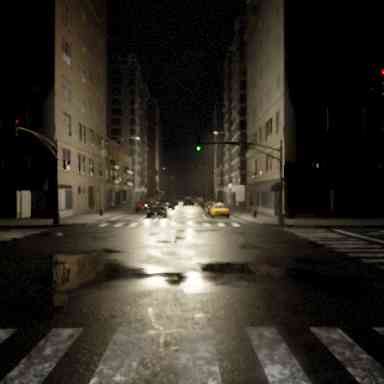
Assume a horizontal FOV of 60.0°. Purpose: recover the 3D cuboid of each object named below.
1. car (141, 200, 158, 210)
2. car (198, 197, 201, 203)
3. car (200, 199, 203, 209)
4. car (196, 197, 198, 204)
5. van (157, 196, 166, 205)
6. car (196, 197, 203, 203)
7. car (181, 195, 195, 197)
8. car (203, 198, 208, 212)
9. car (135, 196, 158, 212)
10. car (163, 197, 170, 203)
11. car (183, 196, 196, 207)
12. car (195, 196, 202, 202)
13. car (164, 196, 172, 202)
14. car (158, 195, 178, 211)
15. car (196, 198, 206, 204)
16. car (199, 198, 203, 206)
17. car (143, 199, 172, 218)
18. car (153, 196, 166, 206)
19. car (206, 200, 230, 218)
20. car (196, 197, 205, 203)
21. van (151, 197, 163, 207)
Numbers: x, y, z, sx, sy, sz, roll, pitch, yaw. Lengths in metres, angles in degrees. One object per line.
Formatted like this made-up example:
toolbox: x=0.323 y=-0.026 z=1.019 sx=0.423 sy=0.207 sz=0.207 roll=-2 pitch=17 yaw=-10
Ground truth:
car: x=-6.106 y=1.870 z=48.567 sx=2.008 sy=1.369 sz=4.403 roll=0 pitch=0 yaw=-1
car: x=2.342 y=1.897 z=54.209 sx=1.887 sy=1.381 sz=4.507 roll=0 pitch=0 yaw=-1
car: x=2.495 y=1.835 z=43.158 sx=2.008 sy=1.369 sz=4.403 roll=0 pitch=0 yaw=-1
car: x=2.266 y=1.936 z=59.734 sx=2.008 sy=1.369 sz=4.403 roll=0 pitch=0 yaw=-1
van: x=-6.409 y=1.790 z=70.667 sx=1.690 sy=1.788 sz=3.998 roll=0 pitch=0 yaw=-1
car: x=1.884 y=2.123 z=87.360 sx=1.802 sy=1.307 sz=4.206 roll=0 pitch=0 yaw=-1
car: x=-0.755 y=1.873 z=71.634 sx=2.128 sy=1.511 sz=4.902 roll=0 pitch=0 yaw=-1
car: x=2.571 y=1.690 z=37.633 sx=1.967 sy=1.590 sz=4.097 roll=0 pitch=0 yaw=-1
car: x=-6.030 y=1.600 z=43.042 sx=2.192 sy=1.841 sz=5.009 roll=0 pitch=0 yaw=-1
car: x=-6.638 y=2.065 z=87.073 sx=1.752 sy=1.417 sz=4.829 roll=0 pitch=0 yaw=-1
car: x=-0.618 y=1.922 z=61.599 sx=1.812 sy=1.442 sz=4.674 roll=0 pitch=0 yaw=-1
car: x=1.808 y=2.012 z=92.886 sx=1.967 sy=1.590 sz=4.097 roll=0 pitch=0 yaw=-1
car: x=-6.717 y=2.012 z=92.769 sx=1.967 sy=1.590 sz=4.097 roll=0 pitch=0 yaw=-1
car: x=-3.486 y=1.519 z=46.714 sx=2.150 sy=2.045 sz=5.566 roll=0 pitch=1 yaw=-1
car: x=2.037 y=2.031 z=76.310 sx=2.008 sy=1.369 sz=4.403 roll=0 pitch=0 yaw=-1
car: x=2.419 y=1.885 z=48.683 sx=1.947 sy=1.339 sz=4.313 roll=0 pitch=0 yaw=-1
car: x=-3.304 y=1.720 z=32.450 sx=1.837 sy=1.490 sz=4.892 roll=0 pitch=0 yaw=-1
car: x=-6.335 y=1.733 z=65.144 sx=2.192 sy=1.841 sz=5.009 roll=0 pitch=0 yaw=-1
car: x=2.645 y=1.741 z=32.277 sx=1.752 sy=1.417 sz=4.829 roll=0 pitch=0 yaw=-1
car: x=1.961 y=2.061 z=81.835 sx=2.008 sy=1.369 sz=4.403 roll=0 pitch=0 yaw=-1
van: x=-6.259 y=1.726 z=59.618 sx=1.690 sy=1.788 sz=3.998 roll=0 pitch=0 yaw=-1
